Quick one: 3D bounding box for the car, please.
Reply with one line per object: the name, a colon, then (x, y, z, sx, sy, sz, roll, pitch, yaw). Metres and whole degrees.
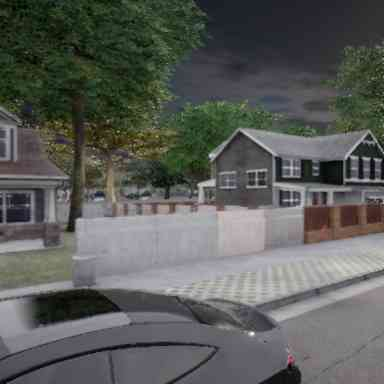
car: (-1.195, 1.525, 2.209, 4.674, 1.442, 1.812, 0, 0, -35)
